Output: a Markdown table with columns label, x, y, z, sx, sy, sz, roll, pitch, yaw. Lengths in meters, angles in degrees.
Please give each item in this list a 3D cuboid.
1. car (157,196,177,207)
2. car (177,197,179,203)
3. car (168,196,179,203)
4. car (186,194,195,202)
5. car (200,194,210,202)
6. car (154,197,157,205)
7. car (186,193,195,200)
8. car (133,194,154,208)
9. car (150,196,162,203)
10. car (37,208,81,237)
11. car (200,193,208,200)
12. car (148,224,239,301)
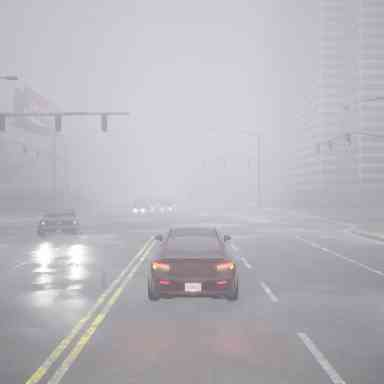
| label | x | y | z | sx | sy | sz | roll | pitch | yaw |
| --- | --- | --- | --- | --- | --- | --- | --- | --- | --- |
| car | -3.819 | 1.564 | 51.059 | 1.994 | 1.385 | 4.181 | 0 | 0 | 0 |
| car | -3.839 | 1.526 | 59.836 | 1.812 | 1.442 | 4.674 | 0 | 0 | 0 |
| car | -3.809 | 1.553 | 69.846 | 1.994 | 1.385 | 4.181 | 0 | 0 | 0 |
| car | -0.347 | 1.584 | 78.388 | 1.895 | 1.301 | 4.718 | 0 | 0 | 0 |
| car | 3.154 | 1.515 | 78.021 | 2.128 | 1.511 | 4.902 | 0 | 0 | 0 |
| car | -7.338 | 1.601 | 57.721 | 1.895 | 1.301 | 4.718 | 0 | 0 | 0 |
| car | -0.392 | 1.184 | 88.293 | 2.097 | 1.767 | 4.553 | 0 | 0 | 0 |
| car | -7.310 | 1.491 | 48.450 | 2.128 | 1.511 | 4.902 | 0 | 0 | 0 |
| car | -7.310 | 1.601 | 68.021 | 1.895 | 1.301 | 4.718 | 0 | 0 | 0 |
| car | -7.202 | 1.601 | 18.330 | 1.895 | 1.301 | 4.718 | 0 | 0 | -19 |
| car | 3.108 | 1.184 | 88.309 | 2.097 | 1.767 | 4.553 | 0 | 0 | 0 |
| car | 0.028 | 1.526 | 8.212 | 1.812 | 1.442 | 4.674 | 0 | 0 | 0 |
